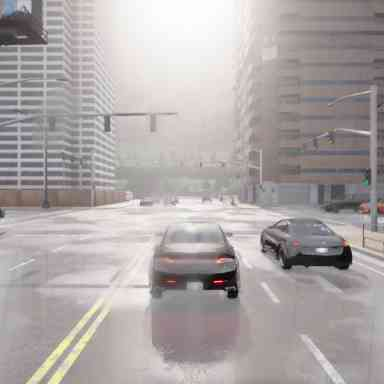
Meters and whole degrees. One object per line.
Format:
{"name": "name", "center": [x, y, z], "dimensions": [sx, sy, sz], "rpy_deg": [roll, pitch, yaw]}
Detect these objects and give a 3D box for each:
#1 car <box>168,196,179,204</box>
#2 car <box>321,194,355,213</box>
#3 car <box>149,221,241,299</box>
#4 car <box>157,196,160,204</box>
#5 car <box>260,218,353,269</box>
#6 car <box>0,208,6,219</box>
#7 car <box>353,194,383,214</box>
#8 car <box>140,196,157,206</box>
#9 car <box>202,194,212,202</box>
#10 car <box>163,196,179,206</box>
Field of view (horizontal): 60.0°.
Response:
{"name": "car", "center": [-3.624, 1.505, 65.031], "dimensions": [1.837, 1.490, 4.892], "rpy_deg": [0, 0, 0]}
{"name": "car", "center": [17.152, 1.221, 36.516], "dimensions": [5.566, 2.045, 2.150], "rpy_deg": [0, 0, 0]}
{"name": "car", "center": [0.055, 1.492, 8.462], "dimensions": [2.128, 1.511, 4.902], "rpy_deg": [0, 0, 0]}
{"name": "car", "center": [-7.132, 1.526, 63.211], "dimensions": [1.812, 1.442, 4.674], "rpy_deg": [0, 0, 1]}
{"name": "car", "center": [3.566, 1.564, 11.112], "dimensions": [1.994, 1.385, 4.181], "rpy_deg": [0, 0, 0]}
{"name": "car", "center": [-17.224, 1.478, 25.962], "dimensions": [5.008, 1.535, 1.882], "rpy_deg": [0, 0, 0]}
{"name": "car", "center": [18.977, 1.352, 32.996], "dimensions": [4.553, 1.767, 2.097], "rpy_deg": [0, 0, 0]}
{"name": "car", "center": [-7.161, 1.526, 53.298], "dimensions": [1.812, 1.442, 4.674], "rpy_deg": [0, 0, 1]}
{"name": "car", "center": [3.406, 1.355, 76.835], "dimensions": [2.097, 1.767, 4.553], "rpy_deg": [0, 0, 0]}
{"name": "car", "center": [-3.656, 1.492, 55.092], "dimensions": [2.128, 1.511, 4.902], "rpy_deg": [0, 0, 0]}
